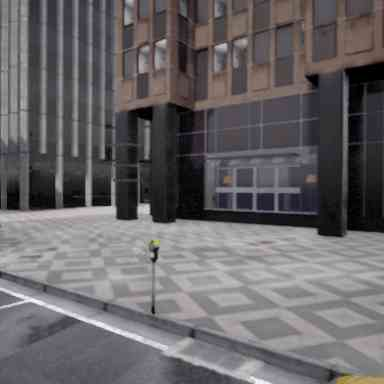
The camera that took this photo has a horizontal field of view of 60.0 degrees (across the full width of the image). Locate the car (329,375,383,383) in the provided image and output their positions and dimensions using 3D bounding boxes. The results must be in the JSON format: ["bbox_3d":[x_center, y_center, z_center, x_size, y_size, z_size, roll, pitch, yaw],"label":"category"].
[{"bbox_3d":[2.659,1.534,1.078,4.829,1.417,1.752,0,0,35],"label":"car"}]
